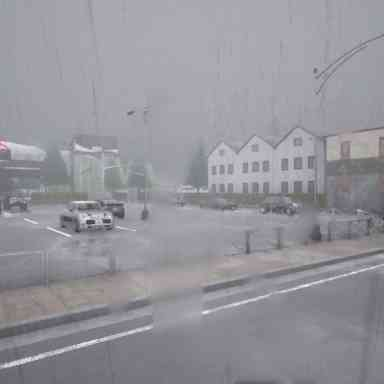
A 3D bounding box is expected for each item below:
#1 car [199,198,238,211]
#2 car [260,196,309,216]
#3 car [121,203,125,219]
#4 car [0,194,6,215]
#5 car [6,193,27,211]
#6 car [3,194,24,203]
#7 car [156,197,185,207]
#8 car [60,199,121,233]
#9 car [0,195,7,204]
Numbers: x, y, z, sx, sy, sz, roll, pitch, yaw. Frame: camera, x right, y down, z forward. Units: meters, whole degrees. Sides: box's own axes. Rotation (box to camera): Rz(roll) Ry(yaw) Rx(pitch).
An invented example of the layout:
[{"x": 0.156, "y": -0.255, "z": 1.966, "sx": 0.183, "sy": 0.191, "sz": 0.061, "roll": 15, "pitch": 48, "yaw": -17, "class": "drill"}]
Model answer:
[{"x": 2.925, "y": 1.371, "z": 38.366, "sx": 2.033, "sy": 1.411, "sz": 5.357, "roll": 0, "pitch": 0, "yaw": -36, "class": "car"}, {"x": 8.460, "y": 1.176, "z": 30.600, "sx": 2.097, "sy": 1.767, "sz": 4.553, "roll": 0, "pitch": 0, "yaw": -35, "class": "car"}, {"x": -6.749, "y": 1.313, "z": 25.535, "sx": 2.007, "sy": 1.523, "sz": 4.514, "roll": 0, "pitch": 0, "yaw": -36, "class": "car"}, {"x": -18.223, "y": 1.113, "z": 29.628, "sx": 1.932, "sy": 1.855, "sz": 4.605, "roll": 0, "pitch": 0, "yaw": -36, "class": "car"}, {"x": -20.135, "y": 1.092, "z": 37.938, "sx": 1.905, "sy": 1.878, "sz": 3.866, "roll": 0, "pitch": 0, "yaw": -36, "class": "car"}, {"x": -39.270, "y": 1.328, "z": 73.021, "sx": 3.866, "sy": 1.878, "sz": 1.905, "roll": 0, "pitch": 0, "yaw": -36, "class": "car"}, {"x": -3.078, "y": 1.371, "z": 46.860, "sx": 2.033, "sy": 1.411, "sz": 5.357, "roll": 0, "pitch": 0, "yaw": -35, "class": "car"}, {"x": -5.620, "y": 1.248, "z": 17.672, "sx": 1.970, "sy": 1.475, "sz": 3.806, "roll": 0, "pitch": 0, "yaw": -36, "class": "car"}, {"x": -39.497, "y": 1.495, "z": 65.893, "sx": 4.611, "sy": 1.667, "sz": 2.242, "roll": 0, "pitch": 0, "yaw": -36, "class": "car"}]
